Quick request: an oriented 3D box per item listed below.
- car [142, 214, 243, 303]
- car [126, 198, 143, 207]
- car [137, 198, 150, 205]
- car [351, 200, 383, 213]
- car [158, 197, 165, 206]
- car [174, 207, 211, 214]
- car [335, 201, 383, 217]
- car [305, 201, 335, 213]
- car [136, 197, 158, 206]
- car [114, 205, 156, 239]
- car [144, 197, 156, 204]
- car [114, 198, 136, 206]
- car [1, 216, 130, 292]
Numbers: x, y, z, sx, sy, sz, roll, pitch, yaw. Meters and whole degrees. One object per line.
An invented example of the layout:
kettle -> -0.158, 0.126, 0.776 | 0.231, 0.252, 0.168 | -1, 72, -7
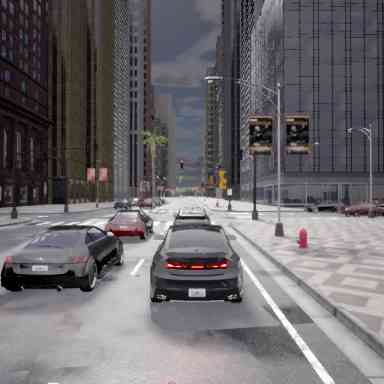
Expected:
car -> 0.088, 1.515, 8.222 | 1.837, 1.490, 4.892 | 0, 0, 0
car -> -9.924, 1.778, 57.878 | 2.128, 1.511, 4.902 | 0, 0, 0
car -> -9.862, 1.927, 67.764 | 1.994, 1.385, 4.181 | 0, 0, 1
car -> 20.765, 1.643, 37.888 | 4.313, 1.339, 1.947 | 0, 0, -1
car -> -6.665, 1.655, 60.091 | 2.097, 1.767, 4.553 | 0, 0, 0
car -> 0.022, 1.530, 17.543 | 2.128, 1.511, 4.902 | 0, 0, 0
car -> 15.269, 1.577, 29.267 | 4.206, 1.307, 1.802 | 0, 0, -1
car -> 15.126, 1.663, 37.791 | 4.313, 1.339, 1.947 | 0, 0, -1
car -> -6.675, 1.709, 50.053 | 1.882, 1.535, 5.008 | 0, 0, 0
car -> -3.177, 1.602, 17.396 | 1.994, 1.385, 4.181 | 0, 0, 0
car -> -9.875, 1.990, 78.358 | 2.033, 1.411, 5.357 | 0, 0, 0
car -> -9.926, 1.768, 48.323 | 2.033, 1.411, 5.357 | 0, 0, 0
car -> -3.170, 1.576, 8.997 | 1.994, 1.385, 4.181 | 0, 0, 1
